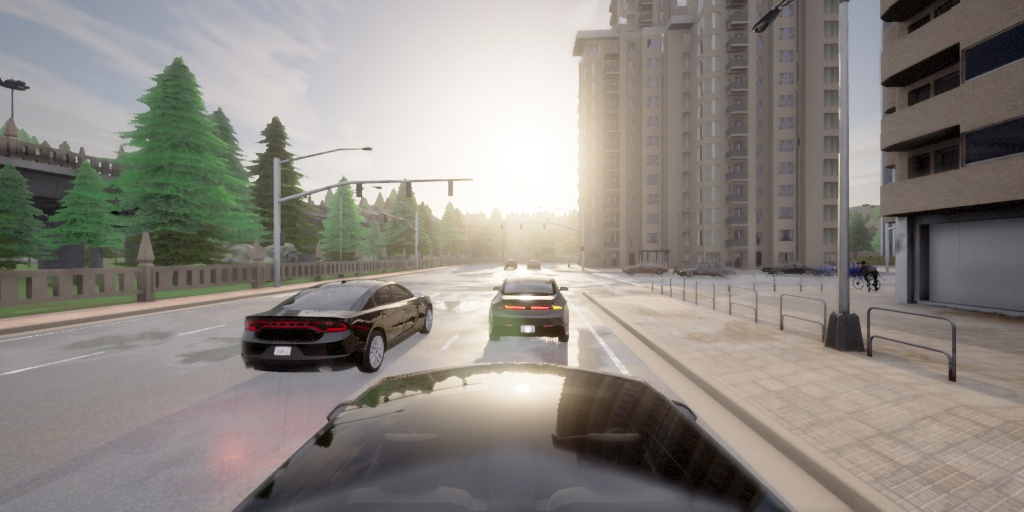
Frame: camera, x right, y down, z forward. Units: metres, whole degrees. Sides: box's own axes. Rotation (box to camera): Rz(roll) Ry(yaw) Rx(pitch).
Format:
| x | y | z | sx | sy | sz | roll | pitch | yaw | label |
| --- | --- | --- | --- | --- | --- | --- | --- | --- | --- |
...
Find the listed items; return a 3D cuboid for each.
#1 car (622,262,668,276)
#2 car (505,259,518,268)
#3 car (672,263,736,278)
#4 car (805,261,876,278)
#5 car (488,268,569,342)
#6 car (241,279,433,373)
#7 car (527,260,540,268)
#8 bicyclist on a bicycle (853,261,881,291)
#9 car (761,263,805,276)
| x | y | z | sx | sy | sz | roll | pitch | yaw | label |
| --- | --- | --- | --- | --- | --- | --- | --- | --- | --- |
| 14.162 | 1.331 | 38.274 | 4.674 | 1.442 | 1.812 | 0 | 0 | 4 | car |
| -0.090 | 1.254 | 56.535 | 1.837 | 1.490 | 4.892 | 0 | 0 | 4 | car |
| 18.474 | 1.353 | 34.560 | 5.357 | 1.411 | 2.033 | 0 | 0 | 3 | car |
| 31.295 | 1.283 | 33.910 | 5.008 | 1.535 | 1.882 | 0 | 0 | 3 | car |
| 0.494 | 1.255 | 9.798 | 1.837 | 1.490 | 4.892 | 0 | 0 | 4 | car |
| -3.161 | 1.228 | 7.678 | 1.882 | 1.535 | 5.008 | 0 | 0 | 4 | car |
| 3.435 | 1.314 | 56.819 | 1.994 | 1.385 | 4.181 | 0 | 0 | 4 | car |
| 19.756 | 1.107 | 19.999 | 0.582 | 1.620 | 1.656 | 0 | 0 | 3 | bicyclist on a bicycle |
| 28.997 | 1.406 | 37.538 | 4.718 | 1.301 | 1.895 | 0 | 0 | 3 | car |
